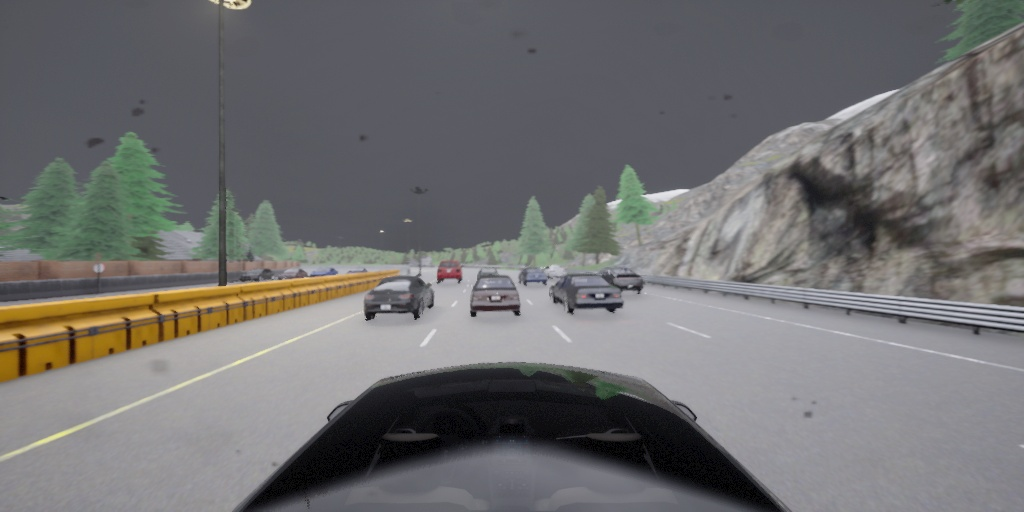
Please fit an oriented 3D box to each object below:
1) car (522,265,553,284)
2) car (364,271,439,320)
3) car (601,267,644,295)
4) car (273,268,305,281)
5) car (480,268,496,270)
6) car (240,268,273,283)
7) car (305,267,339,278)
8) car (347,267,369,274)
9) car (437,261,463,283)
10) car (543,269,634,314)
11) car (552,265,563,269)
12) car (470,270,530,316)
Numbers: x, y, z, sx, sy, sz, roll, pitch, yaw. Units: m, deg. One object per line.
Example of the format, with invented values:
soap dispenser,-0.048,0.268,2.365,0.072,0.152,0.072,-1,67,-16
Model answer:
car,1.650,1.620,29.528,2.033,1.411,5.357,-1,-1,-5
car,-4.159,1.487,13.700,1.812,1.442,4.674,-1,0,-4
car,5.908,1.392,20.813,2.128,1.511,4.902,-1,-1,-4
car,-24.791,2.134,40.793,1.812,1.442,4.674,-1,-1,-11
car,-2.169,1.767,32.510,1.895,1.301,4.718,-1,-1,-6
car,-28.191,2.154,39.910,1.837,1.490,4.892,-1,-1,-11
car,-21.237,2.032,40.756,1.882,1.535,5.008,-1,-1,-11
car,-17.884,2.044,41.872,1.812,1.442,4.674,-1,-1,-11
car,-5.843,1.463,33.977,2.150,2.045,5.566,-1,-1,-7
car,2.803,1.416,14.564,2.033,1.411,5.357,-1,-1,-4
car,4.299,1.653,37.205,1.812,1.442,4.674,-1,-1,-8
car,-0.689,1.465,14.327,2.033,1.411,5.357,-1,-1,-4
